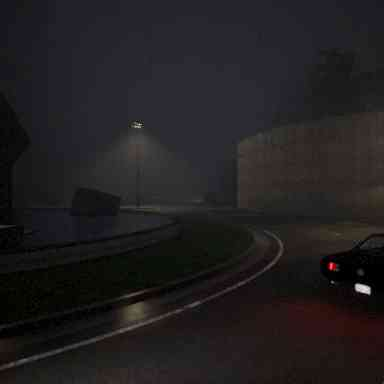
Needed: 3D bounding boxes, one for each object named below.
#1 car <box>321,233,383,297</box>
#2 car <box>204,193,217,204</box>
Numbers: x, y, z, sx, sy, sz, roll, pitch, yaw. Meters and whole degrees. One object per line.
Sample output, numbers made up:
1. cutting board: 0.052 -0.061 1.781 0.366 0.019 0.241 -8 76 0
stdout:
1. car: 5.246 1.604 7.629 4.718 1.301 1.895 0 0 -31
2. car: 3.720 1.240 66.873 2.150 2.045 5.566 0 0 12
